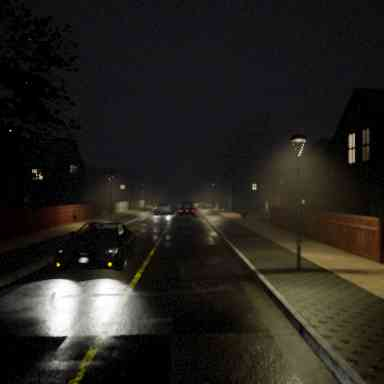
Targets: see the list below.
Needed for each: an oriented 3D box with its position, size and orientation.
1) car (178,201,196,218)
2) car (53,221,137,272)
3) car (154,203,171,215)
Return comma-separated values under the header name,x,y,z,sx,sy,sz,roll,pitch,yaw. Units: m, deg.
name,x,y,z,sx,sy,sz,roll,pitch,yaw
car,-0.524,2.004,36.134,2.033,1.411,5.357,0,-1,-1
car,-3.032,1.706,11.173,1.994,1.385,4.181,0,0,-1
car,-3.571,2.044,40.819,1.812,1.442,4.674,0,-1,-1
